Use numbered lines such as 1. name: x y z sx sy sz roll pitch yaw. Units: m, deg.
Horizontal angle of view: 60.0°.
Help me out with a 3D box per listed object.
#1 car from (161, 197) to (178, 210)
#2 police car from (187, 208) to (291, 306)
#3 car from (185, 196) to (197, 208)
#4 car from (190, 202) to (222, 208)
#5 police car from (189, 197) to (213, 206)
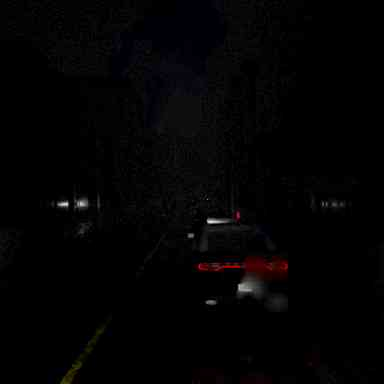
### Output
1. car: -2.899 1.509 43.896 1.837 1.490 4.892 0 0 0
2. police car: 0.918 1.427 8.252 1.930 1.638 5.238 0 0 0
3. car: 0.147 1.356 47.917 2.097 1.767 4.553 0 0 1
4. car: 0.941 1.507 18.142 1.837 1.490 4.892 0 0 0
5. police car: 0.955 1.428 24.252 1.930 1.638 5.238 0 0 0
